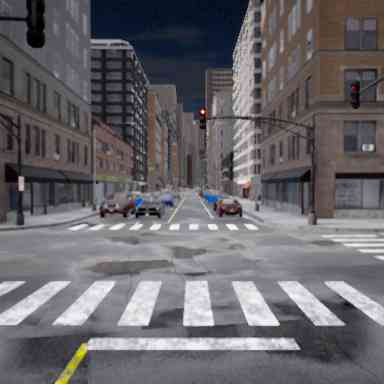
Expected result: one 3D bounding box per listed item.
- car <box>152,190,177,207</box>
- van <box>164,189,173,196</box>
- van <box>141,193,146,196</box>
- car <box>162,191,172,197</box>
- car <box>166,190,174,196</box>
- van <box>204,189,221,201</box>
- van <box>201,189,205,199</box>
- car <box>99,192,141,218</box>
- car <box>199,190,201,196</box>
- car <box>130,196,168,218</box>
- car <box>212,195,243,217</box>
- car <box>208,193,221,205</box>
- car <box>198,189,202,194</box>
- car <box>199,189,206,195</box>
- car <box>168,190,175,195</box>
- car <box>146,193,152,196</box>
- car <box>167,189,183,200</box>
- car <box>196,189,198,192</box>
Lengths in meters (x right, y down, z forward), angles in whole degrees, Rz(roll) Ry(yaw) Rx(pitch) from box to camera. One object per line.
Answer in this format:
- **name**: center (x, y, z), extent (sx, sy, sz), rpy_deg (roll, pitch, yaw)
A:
- **car**: center (-3.099, 0.896, 38.835), extent (1.882, 1.535, 5.008), rpy_deg (0, 1, 0)
- **van**: center (-5.692, 0.136, 80.919), extent (1.690, 1.788, 3.998), rpy_deg (0, 1, 0)
- **van**: center (-5.679, 0.870, 31.413), extent (1.690, 1.788, 3.998), rpy_deg (0, 1, 0)
- **car**: center (-5.690, 0.426, 75.421), extent (2.008, 1.369, 4.403), rpy_deg (0, 1, 0)
- **car**: center (-5.693, 0.280, 86.424), extent (1.947, 1.339, 4.313), rpy_deg (0, 1, 0)
- **van**: center (2.844, 0.706, 42.416), extent (1.690, 1.788, 3.998), rpy_deg (0, 1, 0)
- **van**: center (2.841, 0.542, 53.418), extent (1.690, 1.788, 3.998), rpy_deg (0, 1, 0)
- **car**: center (-5.677, 0.925, 25.912), extent (2.192, 1.841, 5.009), rpy_deg (0, 1, 0)
- **car**: center (2.838, 0.620, 64.423), extent (1.802, 1.307, 4.206), rpy_deg (0, 1, 0)
- **car**: center (-3.105, 1.222, 25.180), extent (1.895, 1.301, 4.718), rpy_deg (0, 1, 0)
- **car**: center (2.849, 1.155, 25.917), extent (1.887, 1.381, 4.507), rpy_deg (0, 1, 0)
- **car**: center (2.848, 1.094, 31.418), extent (1.947, 1.339, 4.313), rpy_deg (0, 1, 0)
- **car**: center (2.836, 0.457, 75.424), extent (1.802, 1.307, 4.206), rpy_deg (0, 1, 0)
- **car**: center (2.831, 0.074, 91.925), extent (1.967, 1.590, 4.097), rpy_deg (0, 1, 0)
- **car**: center (-5.694, 0.216, 91.925), extent (1.802, 1.307, 4.206), rpy_deg (0, 1, 0)
- **car**: center (-5.681, 0.805, 42.416), extent (1.967, 1.590, 4.097), rpy_deg (0, 1, 0)
- **car**: center (-3.040, 0.627, 58.937), extent (1.837, 1.490, 4.892), rpy_deg (0, 0, 1)
- **car**: center (2.833, 0.109, 80.921), extent (2.192, 1.841, 5.009), rpy_deg (0, 1, 0)
